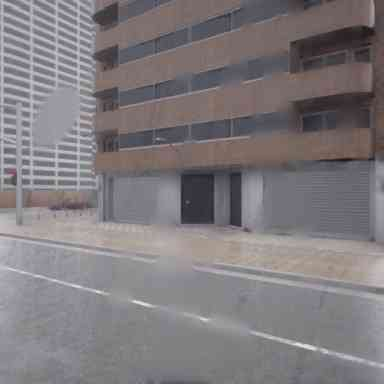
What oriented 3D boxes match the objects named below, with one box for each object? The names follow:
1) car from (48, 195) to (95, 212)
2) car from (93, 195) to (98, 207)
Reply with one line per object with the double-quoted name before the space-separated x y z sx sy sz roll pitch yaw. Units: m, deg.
"car" -14.325 1.477 38.886 1.882 1.535 5.008 0 0 35
"car" -14.966 1.547 44.111 2.033 1.411 5.357 0 0 35
